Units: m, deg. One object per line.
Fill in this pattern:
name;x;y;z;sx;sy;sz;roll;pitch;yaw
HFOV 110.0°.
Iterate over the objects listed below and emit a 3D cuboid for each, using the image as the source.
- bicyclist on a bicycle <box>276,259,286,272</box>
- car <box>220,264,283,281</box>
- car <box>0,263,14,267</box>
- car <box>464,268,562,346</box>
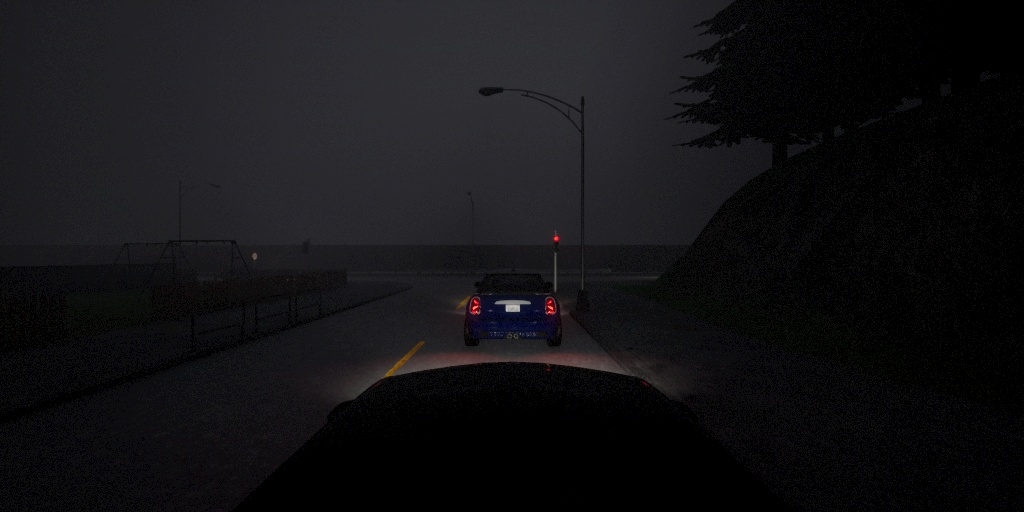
bicyclist on a bicycle;-24.264;1.099;37.725;0.582;1.620;1.656;0;0;0
car;-21.239;1.314;29.327;4.181;1.385;1.994;0;0;0
car;-43.527;1.241;29.352;4.902;1.511;2.128;0;0;0
car;0.036;1.102;9.537;2.097;1.767;4.553;0;0;0
